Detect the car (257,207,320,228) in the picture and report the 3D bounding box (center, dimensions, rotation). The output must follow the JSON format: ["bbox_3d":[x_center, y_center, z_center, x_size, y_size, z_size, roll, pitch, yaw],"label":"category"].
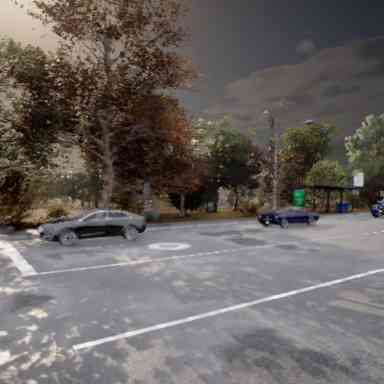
[{"bbox_3d":[6.838,1.741,23.434,4.718,1.301,1.895,0,0,-35],"label":"car"}]

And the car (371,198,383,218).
[{"bbox_3d":[19.752,1.471,32.421,5.566,2.045,2.150,1,0,-35],"label":"car"}]

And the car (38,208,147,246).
[{"bbox_3d":[-4.480,1.527,15.498,4.902,1.511,2.128,1,0,-35],"label":"car"}]
